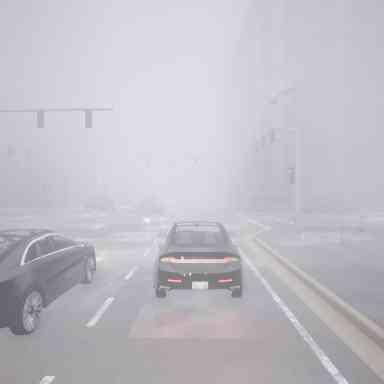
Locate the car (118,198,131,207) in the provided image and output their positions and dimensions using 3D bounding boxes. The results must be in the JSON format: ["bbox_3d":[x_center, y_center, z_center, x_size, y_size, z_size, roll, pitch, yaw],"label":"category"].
[{"bbox_3d":[-10.244,1.564,51.690,1.994,1.385,4.181,0,0,0],"label":"car"}]

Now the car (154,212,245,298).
[{"bbox_3d":[0.134,1.492,8.507,2.128,1.511,4.902,0,0,0],"label":"car"}]

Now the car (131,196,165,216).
[{"bbox_3d":[-4.120,1.476,31.979,1.837,1.490,4.892,-2,0,-24],"label":"car"}]

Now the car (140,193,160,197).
[{"bbox_3d":[-6.753,1.220,51.935,2.150,2.045,5.566,0,0,0],"label":"car"}]

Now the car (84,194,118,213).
[{"bbox_3d":[-10.348,1.208,37.640,2.150,2.045,5.566,0,-1,0],"label":"car"}]

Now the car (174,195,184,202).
[{"bbox_3d":[-2.986,1.497,75.781,1.837,1.490,4.892,0,0,0],"label":"car"}]

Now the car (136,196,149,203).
[{"bbox_3d":[-10.046,1.526,67.699,1.812,1.442,4.674,0,0,1],"label":"car"}]

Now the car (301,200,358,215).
[{"bbox_3d":[13.435,1.492,32.977,5.357,1.411,2.033,0,0,0],"label":"car"}]

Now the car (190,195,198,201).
[{"bbox_3d":[0.580,1.461,85.459,1.882,1.535,5.008,0,0,0],"label":"car"}]

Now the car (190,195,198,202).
[{"bbox_3d":[0.518,1.593,76.414,1.895,1.301,4.718,0,0,0],"label":"car"}]

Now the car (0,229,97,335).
[{"bbox_3d":[-3.400,1.492,6.687,2.128,1.511,4.902,0,0,1],"label":"car"}]

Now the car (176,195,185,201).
[{"bbox_3d":[-2.920,1.523,85.483,2.033,1.411,5.357,0,0,0],"label":"car"}]
